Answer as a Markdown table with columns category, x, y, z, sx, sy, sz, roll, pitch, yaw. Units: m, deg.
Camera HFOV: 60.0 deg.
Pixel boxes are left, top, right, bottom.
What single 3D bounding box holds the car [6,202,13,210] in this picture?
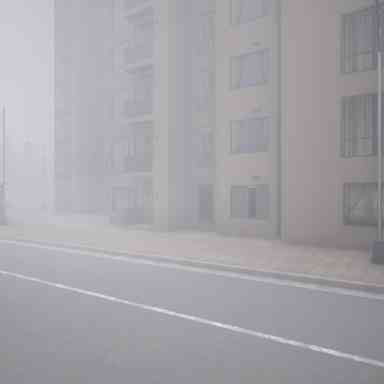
| category | x | y | z | sx | sy | sz | roll | pitch | yaw |
| --- | --- | --- | --- | --- | --- | --- | --- | --- | --- |
| car | -22.936 | 1.436 | 37.642 | 2.128 | 1.511 | 4.902 | 0 | 0 | 34 |
